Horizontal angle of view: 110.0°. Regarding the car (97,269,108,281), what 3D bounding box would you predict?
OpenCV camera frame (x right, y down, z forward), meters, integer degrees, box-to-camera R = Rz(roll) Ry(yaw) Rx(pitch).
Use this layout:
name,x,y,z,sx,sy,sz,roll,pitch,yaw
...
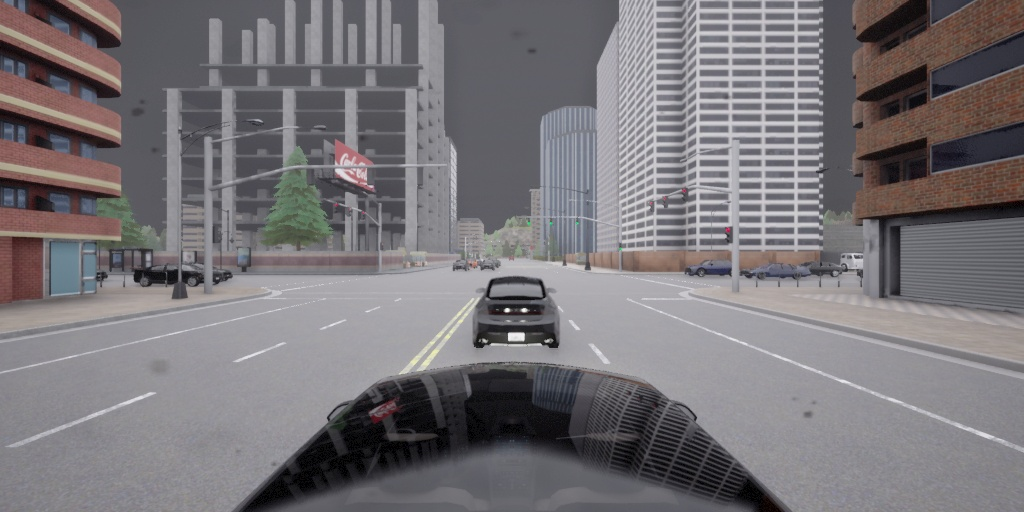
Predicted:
name,x,y,z,sx,sy,sz,roll,pitch,yaw
car,-34.052,1.255,27.470,4.892,1.490,1.837,0,0,0

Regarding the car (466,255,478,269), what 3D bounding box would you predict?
name,x,y,z,sx,sy,sz,roll,pitch,yaw
car,-6.805,1.102,57.966,2.097,1.767,4.553,0,0,0

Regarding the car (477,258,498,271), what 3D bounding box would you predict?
name,x,y,z,sx,sy,sz,roll,pitch,yaw
car,-3.354,1.254,50.290,1.837,1.490,4.892,0,0,0

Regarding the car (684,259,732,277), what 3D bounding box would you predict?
name,x,y,z,sx,sy,sz,roll,pitch,yaw
car,19.218,1.102,34.690,4.553,1.767,2.097,0,0,0

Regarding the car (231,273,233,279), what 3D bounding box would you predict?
name,x,y,z,sx,sy,sz,roll,pitch,yaw
car,-24.210,1.255,27.472,4.892,1.490,1.837,0,0,0

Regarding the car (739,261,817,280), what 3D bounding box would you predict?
name,x,y,z,sx,sy,sz,roll,pitch,yaw
car,22.808,1.297,31.191,5.357,1.411,2.033,0,0,0

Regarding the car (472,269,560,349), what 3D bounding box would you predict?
name,x,y,z,sx,sy,sz,roll,pitch,yaw
car,0.104,1.256,9.165,1.837,1.490,4.892,0,0,1

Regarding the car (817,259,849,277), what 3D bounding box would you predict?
name,x,y,z,sx,sy,sz,roll,pitch,yaw
car,29.068,1.255,34.684,4.892,1.490,1.837,0,0,0

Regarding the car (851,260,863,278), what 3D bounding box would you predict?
name,x,y,z,sx,sy,sz,roll,pitch,yaw
car,32.720,1.314,31.180,4.181,1.385,1.994,0,0,0

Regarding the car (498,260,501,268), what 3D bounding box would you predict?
name,x,y,z,sx,sy,sz,roll,pitch,yaw
car,-3.287,1.102,60.415,2.097,1.767,4.553,0,0,1

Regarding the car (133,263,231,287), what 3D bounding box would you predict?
name,x,y,z,sx,sy,sz,roll,pitch,yaw
car,-22.186,1.228,23.973,5.008,1.535,1.882,0,0,0

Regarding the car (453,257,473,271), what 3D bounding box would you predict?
name,x,y,z,sx,sy,sz,roll,pitch,yaw
car,-6.862,1.254,48.760,1.837,1.490,4.892,0,0,0
